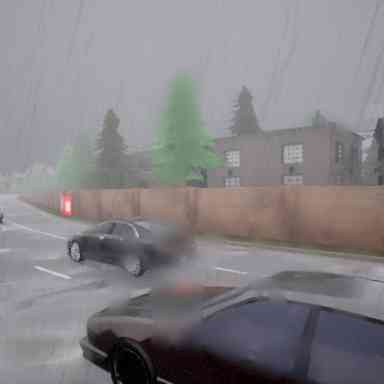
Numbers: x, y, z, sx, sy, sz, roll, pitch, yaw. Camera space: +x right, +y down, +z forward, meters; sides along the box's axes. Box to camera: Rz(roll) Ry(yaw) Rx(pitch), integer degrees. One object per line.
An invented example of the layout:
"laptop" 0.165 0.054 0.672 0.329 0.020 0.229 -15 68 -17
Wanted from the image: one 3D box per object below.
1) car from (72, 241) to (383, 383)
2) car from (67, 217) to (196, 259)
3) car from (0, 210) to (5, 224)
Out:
"car" 1.206 1.565 3.220 5.357 1.411 2.033 0 0 37
"car" -2.036 1.551 10.380 4.892 1.490 1.837 0 0 41
"car" -15.465 1.701 25.014 1.895 1.301 4.718 0 0 -36
